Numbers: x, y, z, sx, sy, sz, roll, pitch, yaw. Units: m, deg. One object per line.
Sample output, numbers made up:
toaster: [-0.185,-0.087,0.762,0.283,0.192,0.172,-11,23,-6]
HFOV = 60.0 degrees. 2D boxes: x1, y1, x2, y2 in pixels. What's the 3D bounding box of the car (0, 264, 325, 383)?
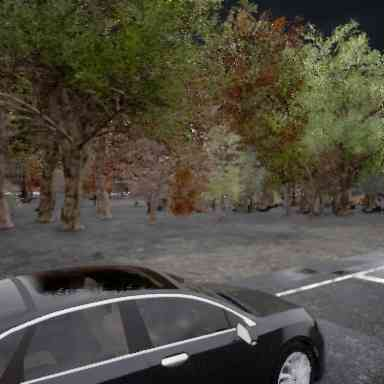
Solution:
car: [-0.676,1.513,3.264,4.892,1.490,1.837,1,0,-35]
